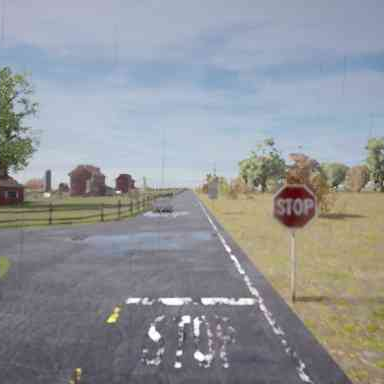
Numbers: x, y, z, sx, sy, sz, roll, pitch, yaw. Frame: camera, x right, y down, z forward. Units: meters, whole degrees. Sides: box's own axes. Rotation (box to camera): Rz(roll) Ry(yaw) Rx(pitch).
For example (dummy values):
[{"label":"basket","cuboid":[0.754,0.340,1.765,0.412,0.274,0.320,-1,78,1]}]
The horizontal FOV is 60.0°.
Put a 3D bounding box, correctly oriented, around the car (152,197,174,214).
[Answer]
[{"label":"car","cuboid":[-2.768,1.322,32.297,1.837,1.490,4.892,0,1,0]}]
